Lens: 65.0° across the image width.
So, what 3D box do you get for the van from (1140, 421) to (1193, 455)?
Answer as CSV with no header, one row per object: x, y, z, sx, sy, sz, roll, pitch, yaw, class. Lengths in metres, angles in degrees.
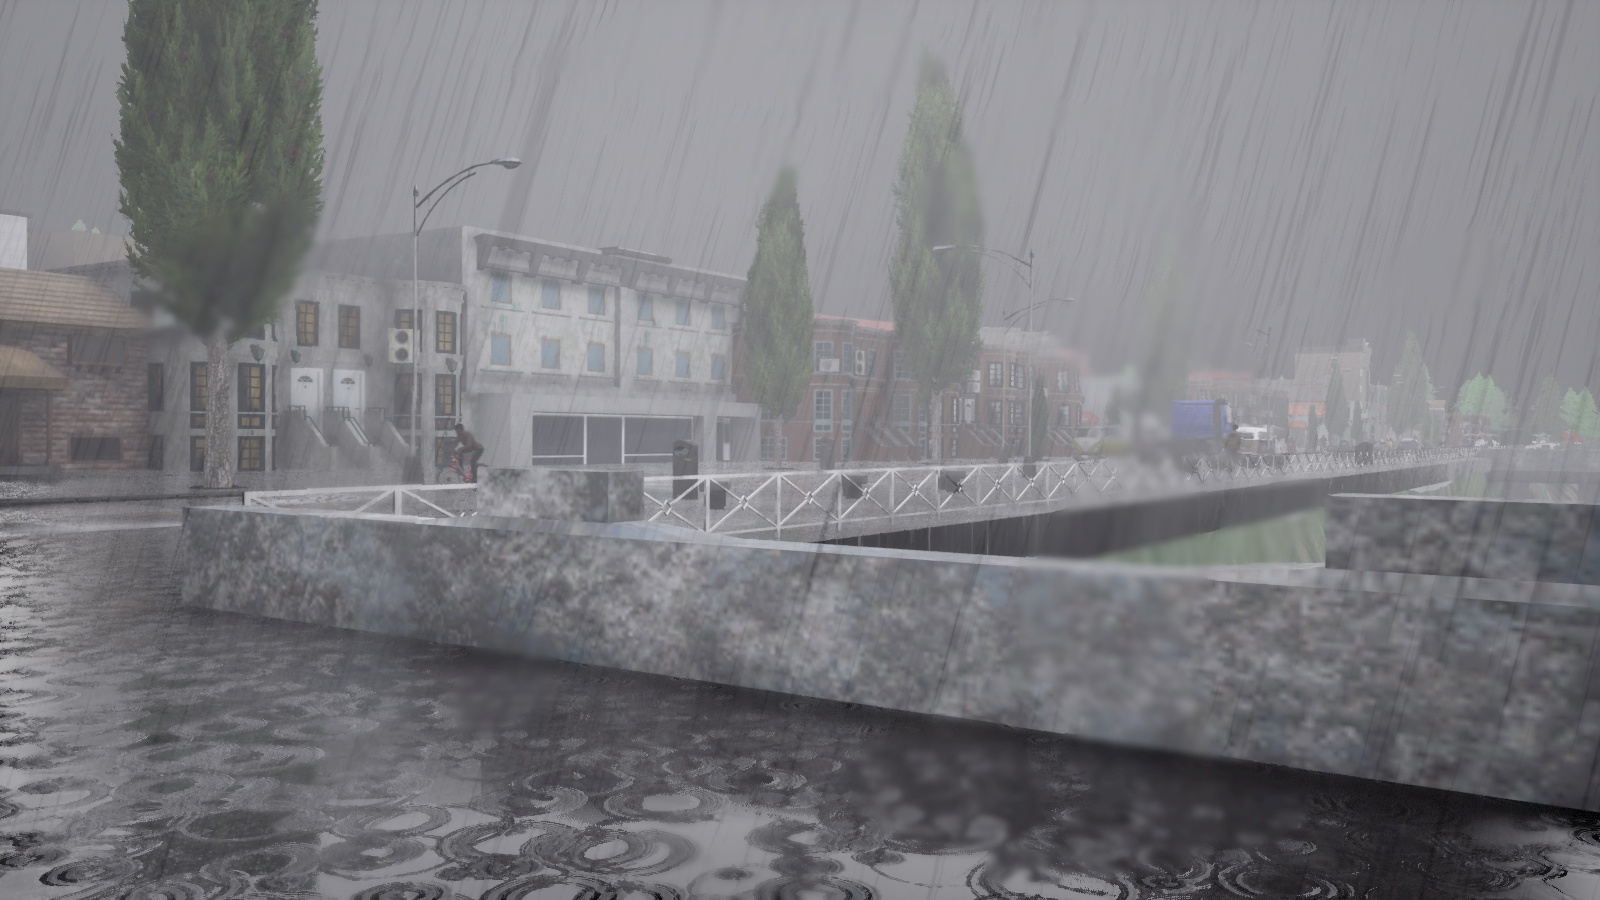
21.598,-0.721,73.944,1.775,1.987,4.442,0,1,34,van

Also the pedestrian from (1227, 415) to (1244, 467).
16.112,-0.339,46.497,0.396,1.930,0.692,0,1,37,pedestrian

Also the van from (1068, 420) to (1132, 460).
15.494,-0.540,64.743,1.775,1.987,4.442,0,1,34,van

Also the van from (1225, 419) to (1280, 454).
27.005,-0.812,74.860,2.069,2.038,4.480,0,1,34,van

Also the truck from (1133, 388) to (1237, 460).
19.632,-1.299,63.748,2.891,3.462,7.936,0,1,34,truck

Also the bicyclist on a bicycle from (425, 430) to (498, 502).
-7.924,0.354,29.445,0.582,1.620,1.656,0,1,34,bicyclist on a bicycle
